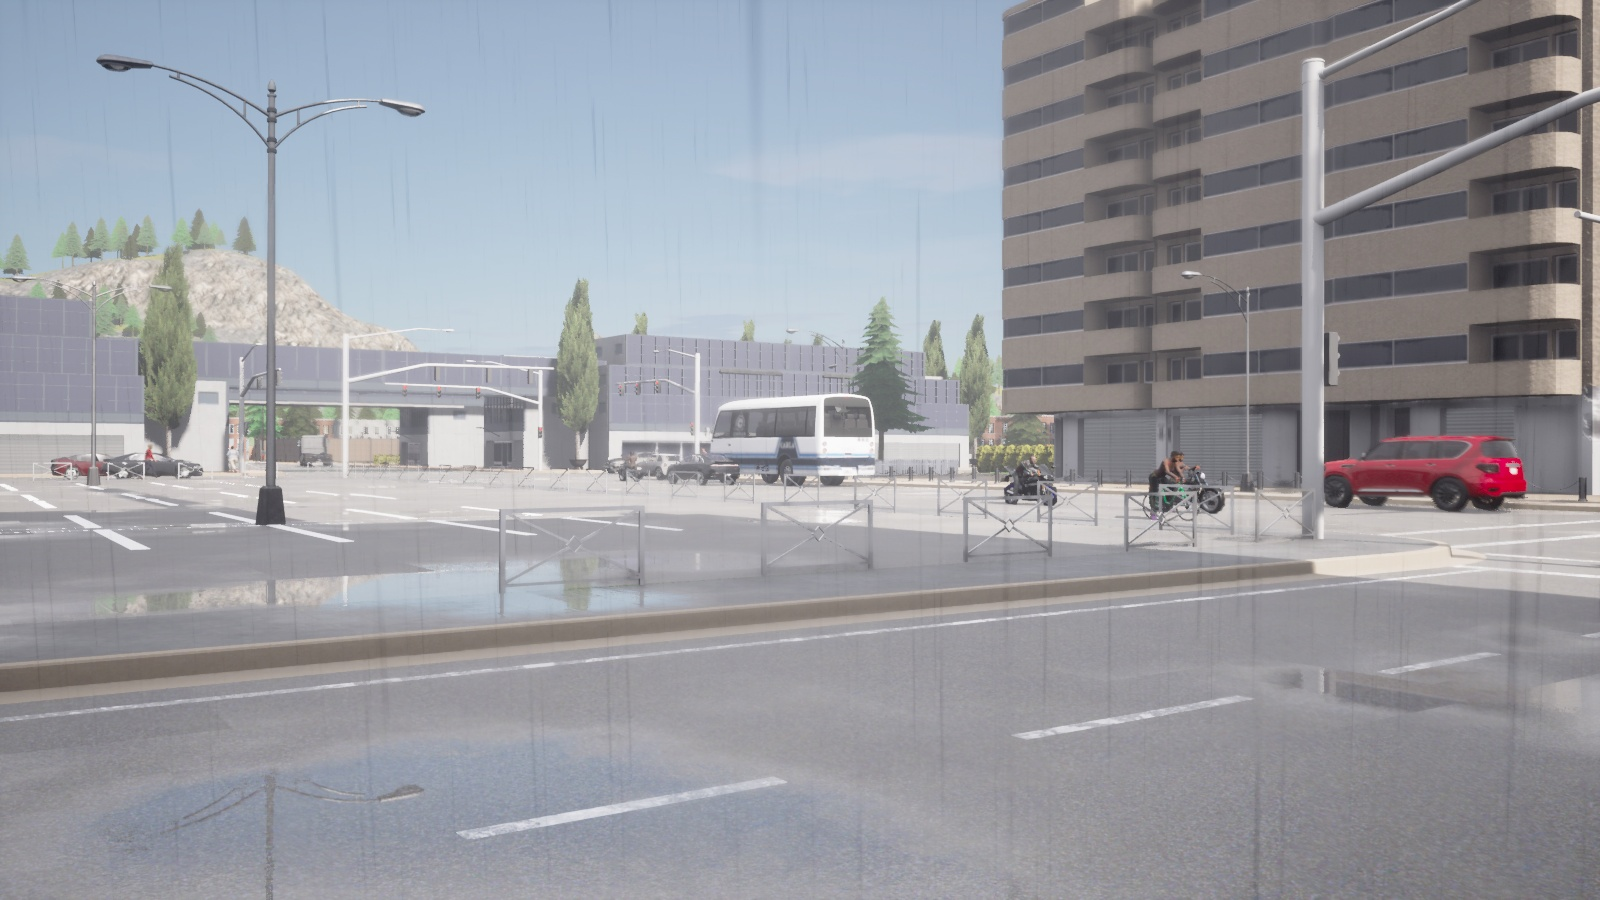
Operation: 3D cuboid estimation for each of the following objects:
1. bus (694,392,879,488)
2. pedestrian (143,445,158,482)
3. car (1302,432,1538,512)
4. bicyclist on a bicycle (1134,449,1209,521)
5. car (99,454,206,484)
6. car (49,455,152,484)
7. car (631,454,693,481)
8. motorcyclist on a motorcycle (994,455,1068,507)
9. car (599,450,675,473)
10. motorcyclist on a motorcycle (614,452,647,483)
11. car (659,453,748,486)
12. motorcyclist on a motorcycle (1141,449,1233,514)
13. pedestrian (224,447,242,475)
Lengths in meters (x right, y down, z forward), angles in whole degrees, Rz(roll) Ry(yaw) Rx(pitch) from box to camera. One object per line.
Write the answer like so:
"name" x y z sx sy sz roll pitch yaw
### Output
"bus" -0.890 -0.424 61.381 3.944 4.253 10.273 0 0 -35
"pedestrian" -32.560 0.682 62.944 0.636 1.846 0.331 0 0 -34
"car" 17.168 0.569 35.109 2.150 2.045 5.566 0 0 -34
"bicyclist on a bicycle" 8.610 0.806 29.157 0.582 1.620 1.656 0 -1 -35
"car" -34.677 0.993 67.293 4.902 1.511 2.128 0 0 -34
"car" -38.436 1.050 69.001 4.792 1.488 2.163 0 0 -33
"car" -7.896 0.957 71.525 1.970 1.475 3.806 0 0 -34
"motorcyclist on a motorcycle" 6.925 0.913 37.755 0.866 1.530 2.191 0 0 -35
"car" -11.881 0.828 91.600 5.027 1.651 2.152 0 0 -35
"motorcyclist on a motorcycle" -9.068 0.934 67.065 0.766 1.649 2.350 0 0 -35
"car" -4.736 0.915 60.790 2.128 1.511 4.902 0 0 -34
"motorcyclist on a motorcycle" 10.169 0.810 33.058 0.766 1.649 2.350 0 0 -35
"pedestrian" -37.549 0.742 83.132 0.874 1.855 0.900 0 0 -42
